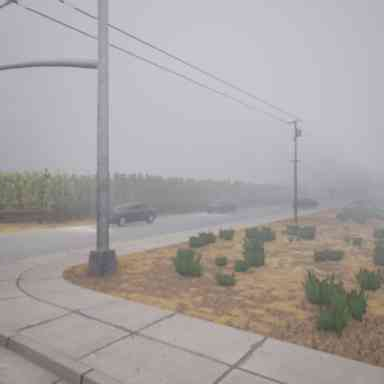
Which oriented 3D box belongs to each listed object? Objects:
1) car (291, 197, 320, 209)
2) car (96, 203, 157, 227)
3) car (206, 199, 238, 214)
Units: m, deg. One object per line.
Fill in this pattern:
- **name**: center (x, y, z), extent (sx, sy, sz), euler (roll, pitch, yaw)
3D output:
- **car**: center (15.779, 1.532, 46.146), extent (4.892, 1.490, 1.837), euler (0, 0, -38)
- **car**: center (-4.483, 1.533, 23.447), extent (1.837, 1.490, 4.892), euler (0, 0, 33)
- **car**: center (3.319, 1.530, 35.655), extent (1.837, 1.490, 4.892), euler (0, 0, 33)
